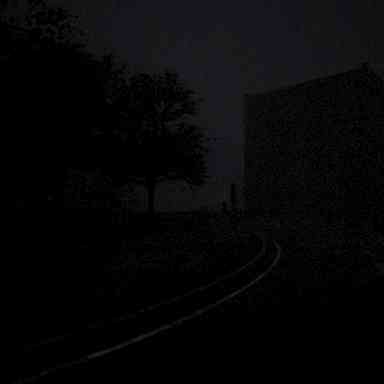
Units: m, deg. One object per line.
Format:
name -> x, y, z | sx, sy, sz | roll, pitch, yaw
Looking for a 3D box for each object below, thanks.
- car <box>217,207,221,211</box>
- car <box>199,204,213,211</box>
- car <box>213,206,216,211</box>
car -> 5.670, 4.701, 87.224 | 2.002, 1.452, 4.674 | -1, -4, 8
car -> 2.444, 3.279, 65.469 | 2.002, 1.452, 4.674 | 1, -4, 8
car -> 3.236, 3.623, 70.897 | 2.163, 1.488, 4.792 | -1, -4, 8
